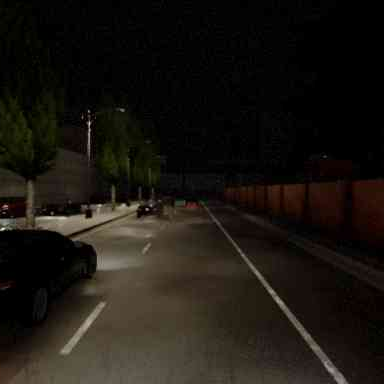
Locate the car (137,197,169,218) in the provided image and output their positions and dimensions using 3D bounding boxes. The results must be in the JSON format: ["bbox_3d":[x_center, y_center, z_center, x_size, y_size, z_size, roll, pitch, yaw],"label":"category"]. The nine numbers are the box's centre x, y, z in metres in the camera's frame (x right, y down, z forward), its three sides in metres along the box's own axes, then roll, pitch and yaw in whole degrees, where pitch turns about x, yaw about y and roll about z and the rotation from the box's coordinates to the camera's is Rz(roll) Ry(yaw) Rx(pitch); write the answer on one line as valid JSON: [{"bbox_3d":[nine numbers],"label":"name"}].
[{"bbox_3d":[-3.404,1.371,27.878,2.033,1.411,5.357,0,0,0],"label":"car"}]

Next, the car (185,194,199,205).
[{"bbox_3d":[-0.007,1.185,50.763,1.837,1.490,4.892,0,0,0],"label":"car"}]

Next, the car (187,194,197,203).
[{"bbox_3d":[-0.009,1.141,61.021,1.812,1.442,4.674,0,0,0],"label":"car"}]

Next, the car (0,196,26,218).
[{"bbox_3d":[-15.101,1.179,27.436,2.097,1.767,4.553,0,0,0],"label":"car"}]

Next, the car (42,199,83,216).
[{"bbox_3d":[-11.603,1.356,30.272,2.033,1.411,5.357,0,0,0],"label":"car"}]

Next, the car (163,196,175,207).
[{"bbox_3d":[-3.407,1.255,46.365,2.033,1.411,5.357,0,0,0],"label":"car"}]

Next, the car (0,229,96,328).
[{"bbox_3d":[-3.400,1.482,6.779,1.812,1.442,4.674,0,0,0],"label":"car"}]

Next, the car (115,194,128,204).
[{"bbox_3d":[-11.518,1.165,54.459,1.837,1.490,4.892,0,0,0],"label":"car"}]

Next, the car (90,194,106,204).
[{"bbox_3d":[-15.032,1.174,52.957,1.837,1.490,4.892,0,0,0],"label":"car"}]
